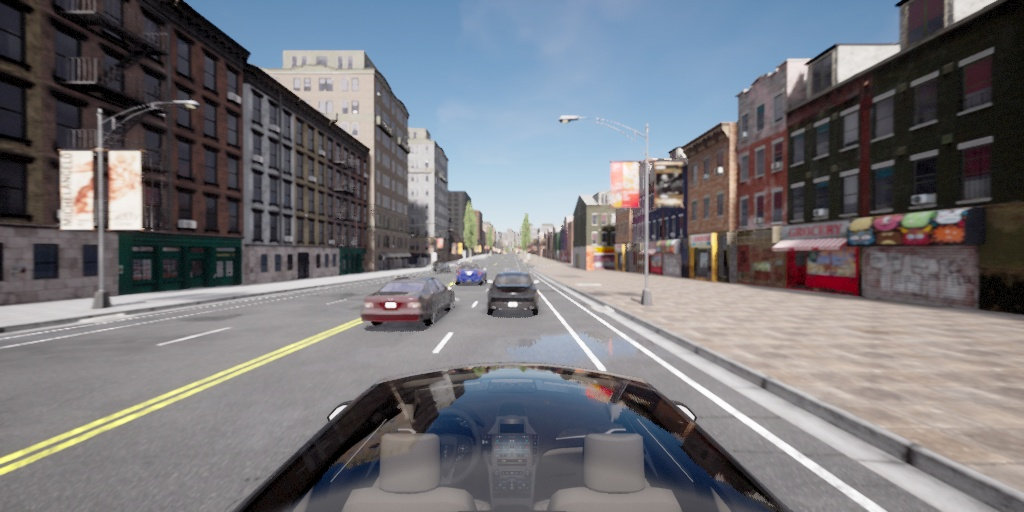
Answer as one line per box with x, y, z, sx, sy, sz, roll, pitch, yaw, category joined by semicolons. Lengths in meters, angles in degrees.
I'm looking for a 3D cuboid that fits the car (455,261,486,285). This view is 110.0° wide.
-3.203;1.368;29.169;2.097;1.767;4.553;0;-1;1;car

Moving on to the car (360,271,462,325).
-3.225;1.383;12.110;2.033;1.411;5.357;0;-1;1;car

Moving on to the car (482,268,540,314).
0.047;1.362;14.276;1.837;1.490;4.892;0;0;0;car

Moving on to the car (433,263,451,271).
-9.835;1.697;50.389;1.837;1.490;4.892;0;0;0;car
